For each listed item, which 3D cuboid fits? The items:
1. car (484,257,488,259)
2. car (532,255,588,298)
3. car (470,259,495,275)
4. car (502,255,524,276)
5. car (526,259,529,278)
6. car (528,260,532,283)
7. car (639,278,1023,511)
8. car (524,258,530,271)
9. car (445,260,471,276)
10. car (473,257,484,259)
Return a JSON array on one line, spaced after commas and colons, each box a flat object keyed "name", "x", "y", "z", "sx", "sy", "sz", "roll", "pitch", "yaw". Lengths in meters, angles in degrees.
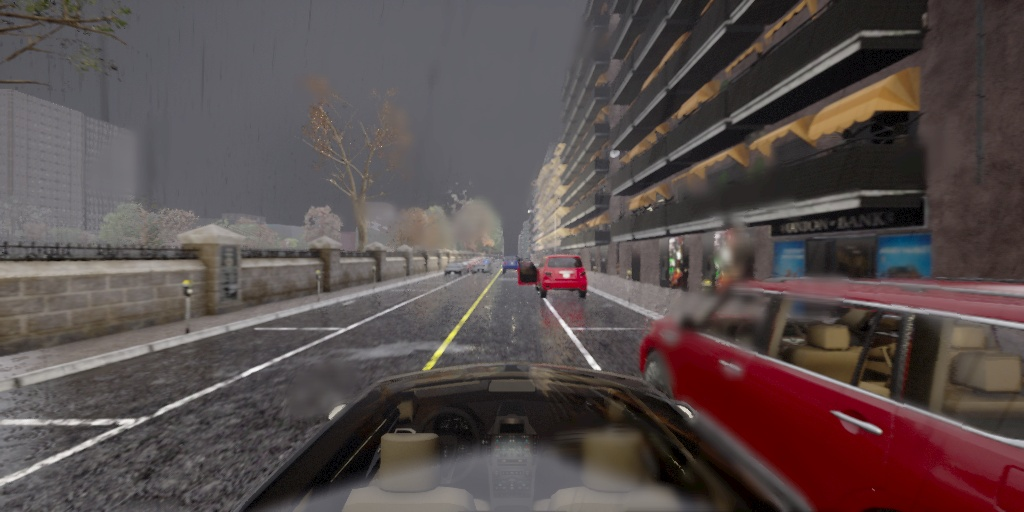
[{"name": "car", "x": -5.686, "y": 1.029, "z": 59.057, "sx": 2.192, "sy": 1.841, "sz": 5.009, "roll": 0, "pitch": 0, "yaw": 0}, {"name": "car", "x": 2.396, "y": 0.955, "z": 18.495, "sx": 2.150, "sy": 2.045, "sz": 5.566, "roll": 0, "pitch": 0, "yaw": 0}, {"name": "car", "x": -3.087, "y": 1.281, "z": 37.568, "sx": 1.994, "sy": 1.385, "sz": 4.181, "roll": 0, "pitch": 0, "yaw": 0}, {"name": "car", "x": 0.043, "y": 0.934, "z": 42.246, "sx": 2.150, "sy": 2.045, "sz": 5.566, "roll": 0, "pitch": 0, "yaw": 1}, {"name": "car", "x": 2.694, "y": 1.263, "z": 36.539, "sx": 1.888, "sy": 1.381, "sz": 4.507, "roll": 0, "pitch": 0, "yaw": 0}, {"name": "car", "x": 2.693, "y": 1.273, "z": 30.908, "sx": 2.007, "sy": 1.370, "sz": 4.403, "roll": 0, "pitch": 0, "yaw": 0}, {"name": "car", "x": 2.692, "y": 1.064, "z": 2.756, "sx": 2.192, "sy": 1.841, "sz": 5.009, "roll": 0, "pitch": 0, "yaw": 0}, {"name": "car", "x": 2.695, "y": 1.297, "z": 59.056, "sx": 1.802, "sy": 1.307, "sz": 4.207, "roll": 0, "pitch": 0, "yaw": 0}, {"name": "car", "x": -5.687, "y": 1.283, "z": 36.540, "sx": 1.948, "sy": 1.339, "sz": 4.313, "roll": 0, "pitch": 0, "yaw": 0}, {"name": "car", "x": -5.685, "y": 1.151, "z": 53.426, "sx": 1.967, "sy": 1.591, "sz": 4.097, "roll": 0, "pitch": 0, "yaw": 0}]
